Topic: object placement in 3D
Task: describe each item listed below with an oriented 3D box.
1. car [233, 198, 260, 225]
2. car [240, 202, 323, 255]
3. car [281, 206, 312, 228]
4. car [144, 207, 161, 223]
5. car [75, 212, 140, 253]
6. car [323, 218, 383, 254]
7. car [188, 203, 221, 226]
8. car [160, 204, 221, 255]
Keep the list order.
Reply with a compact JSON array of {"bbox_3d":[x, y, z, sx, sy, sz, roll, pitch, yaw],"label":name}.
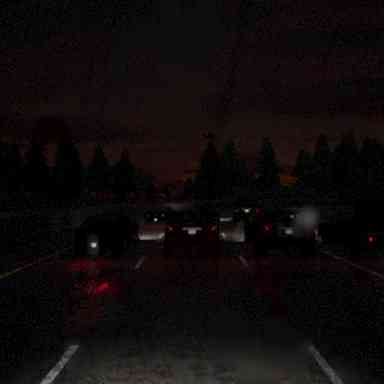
[{"bbox_3d":[4.503,1.466,26.354,2.150,2.045,5.566,0,0,13],"label":"car"},{"bbox_3d":[3.516,1.484,14.087,2.097,1.767,4.553,0,-1,0],"label":"car"},{"bbox_3d":[7.941,1.844,25.672,1.895,1.301,4.718,0,-1,13],"label":"car"},{"bbox_3d":[-2.320,1.865,27.902,1.895,1.301,4.718,0,-1,13],"label":"car"},{"bbox_3d":[-3.478,1.644,14.301,1.837,1.490,4.892,0,0,1],"label":"car"},{"bbox_3d":[7.013,1.735,14.107,1.895,1.301,4.718,0,-1,0],"label":"car"},{"bbox_3d":[1.156,1.767,27.346,1.837,1.490,4.892,0,0,13],"label":"car"},{"bbox_3d":[0.016,1.484,14.086,2.097,1.767,4.553,0,-1,0],"label":"car"}]
